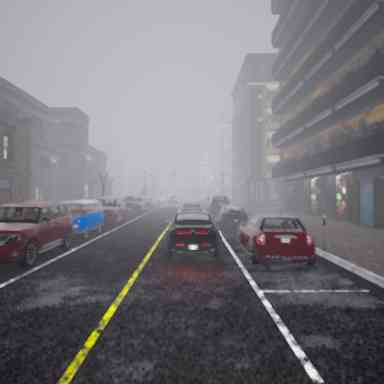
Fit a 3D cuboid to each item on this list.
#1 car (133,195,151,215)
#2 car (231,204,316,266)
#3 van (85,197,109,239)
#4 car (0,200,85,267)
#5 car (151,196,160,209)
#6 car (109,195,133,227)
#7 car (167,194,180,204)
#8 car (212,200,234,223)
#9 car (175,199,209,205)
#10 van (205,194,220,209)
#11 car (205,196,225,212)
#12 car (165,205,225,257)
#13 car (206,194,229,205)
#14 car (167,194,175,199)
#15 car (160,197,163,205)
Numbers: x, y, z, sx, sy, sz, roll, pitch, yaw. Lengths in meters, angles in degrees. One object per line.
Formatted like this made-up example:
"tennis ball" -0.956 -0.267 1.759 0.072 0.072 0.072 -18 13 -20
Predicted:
"car" -5.725 1.230 33.091 2.192 1.841 5.009 1 0 0
"car" 2.687 1.411 11.470 1.967 1.590 4.097 1 0 0
"van" -5.700 1.298 16.870 1.690 1.788 3.998 1 0 0
"car" -5.690 1.286 11.463 2.192 1.841 5.009 1 0 0
"car" -5.745 1.326 43.907 1.967 1.590 4.097 1 0 0
"car" -5.708 1.258 22.277 2.192 1.841 5.009 1 0 0
"car" -3.140 1.355 57.708 1.837 1.490 4.892 0 0 0
"car" 2.668 1.494 22.284 2.008 1.369 4.403 1 0 0
"car" -0.023 1.481 25.746 2.033 1.411 5.357 0 0 0
"van" 2.636 1.227 43.912 1.690 1.788 3.998 1 0 0
"car" 2.643 1.340 38.505 1.967 1.590 4.097 1 0 0
"car" 0.024 1.472 12.765 1.837 1.490 4.892 0 0 0
"car" 2.654 1.229 33.098 2.192 1.841 5.009 1 0 0
"car" -5.903 1.298 92.676 1.887 1.381 4.507 1 0 0
"car" -5.766 1.407 54.721 2.008 1.369 4.403 1 0 0
